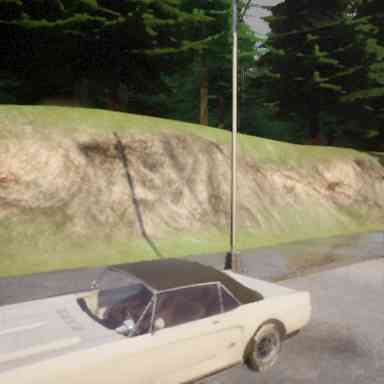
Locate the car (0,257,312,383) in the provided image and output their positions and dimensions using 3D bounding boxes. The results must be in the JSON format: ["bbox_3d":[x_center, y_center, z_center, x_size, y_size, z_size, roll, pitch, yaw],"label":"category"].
[{"bbox_3d":[-0.677,1.616,4.126,4.718,1.301,1.895,1,0,-36],"label":"car"}]
